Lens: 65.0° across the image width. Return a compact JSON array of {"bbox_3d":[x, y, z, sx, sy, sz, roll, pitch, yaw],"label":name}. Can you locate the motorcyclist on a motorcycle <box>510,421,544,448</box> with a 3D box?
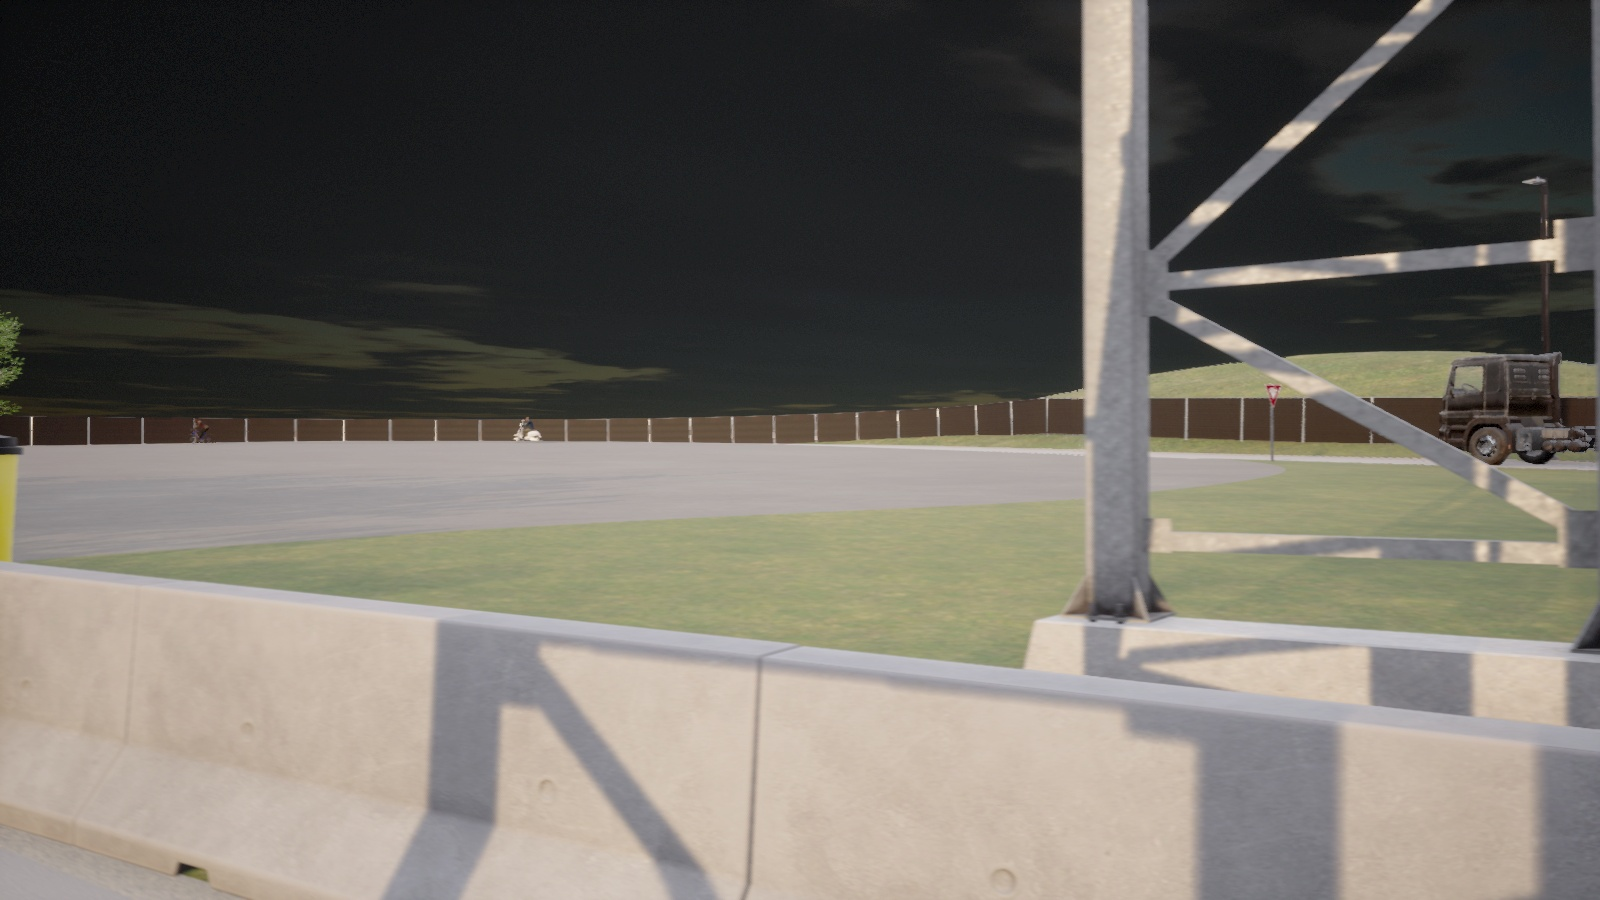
[{"bbox_3d":[-16.658,-0.919,76.660,1.817,1.590,0.866,-1,2,13],"label":"motorcyclist on a motorcycle"}]

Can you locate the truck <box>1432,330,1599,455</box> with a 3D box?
[{"bbox_3d":[22.986,-1.638,36.523,2.891,3.462,7.936,-2,1,-29],"label":"truck"}]
